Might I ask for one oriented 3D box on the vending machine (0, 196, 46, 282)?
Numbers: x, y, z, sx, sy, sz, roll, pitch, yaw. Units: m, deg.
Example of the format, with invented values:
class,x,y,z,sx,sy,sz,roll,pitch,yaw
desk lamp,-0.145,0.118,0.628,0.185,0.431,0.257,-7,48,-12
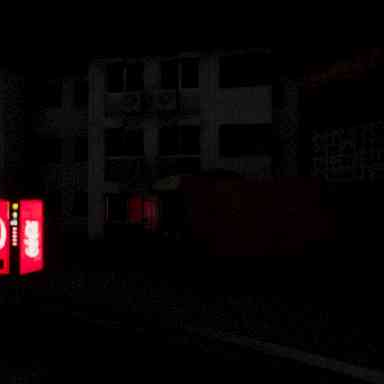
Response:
class,x,y,z,sx,sy,sz,roll,pitch,yaw
vending machine,-4.671,1.170,8.869,0.880,2.100,1.100,0,0,22
